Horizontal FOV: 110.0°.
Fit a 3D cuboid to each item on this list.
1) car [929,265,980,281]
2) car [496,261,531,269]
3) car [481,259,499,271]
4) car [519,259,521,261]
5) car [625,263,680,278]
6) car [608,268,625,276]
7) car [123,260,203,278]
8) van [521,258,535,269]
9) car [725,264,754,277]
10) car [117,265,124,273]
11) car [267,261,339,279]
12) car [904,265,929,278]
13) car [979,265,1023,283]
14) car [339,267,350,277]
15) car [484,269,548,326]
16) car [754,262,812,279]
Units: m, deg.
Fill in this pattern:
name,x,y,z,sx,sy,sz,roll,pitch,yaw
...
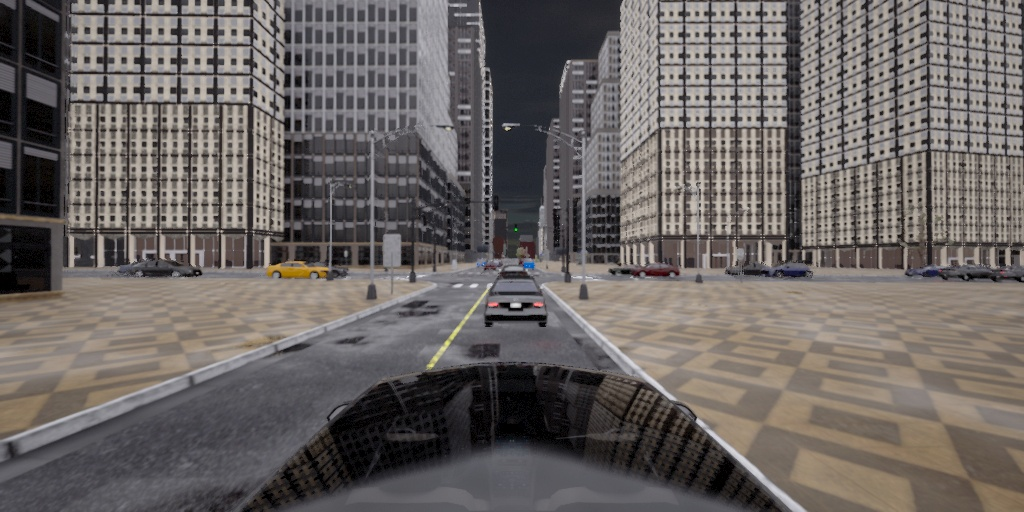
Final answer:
name,x,y,z,sx,sy,sz,roll,pitch,yaw
car,44.497,1.664,34.890,4.902,1.511,2.128,0,0,-2
car,0.098,1.316,24.864,1.882,1.535,5.008,0,0,0
car,-3.221,1.543,53.138,1.895,1.301,4.718,0,0,-2
car,2.616,1.520,62.092,1.888,1.381,4.507,0,0,0
car,14.899,1.489,37.504,5.008,1.535,1.882,0,0,-1
car,13.374,1.629,40.736,4.718,1.301,1.895,0,0,-1
car,-28.696,1.122,29.894,4.892,1.490,1.837,1,0,-1
van,2.685,1.296,56.553,1.690,1.789,3.998,0,0,0
car,27.053,1.621,41.013,4.892,1.490,1.837,0,0,-1
car,-32.877,1.159,33.058,5.357,1.411,2.033,0,0,-1
car,-17.745,1.187,30.122,5.008,1.535,1.882,1,0,-1
car,48.469,1.779,41.637,4.674,1.442,1.812,1,0,-3
car,45.245,1.641,31.670,4.902,1.511,2.128,0,0,-3
car,-17.600,1.263,33.376,4.674,1.442,1.812,0,0,-1
car,0.105,1.336,11.813,2.033,1.411,5.357,0,0,0
car,28.779,1.453,37.803,4.553,1.767,2.097,0,0,-1
